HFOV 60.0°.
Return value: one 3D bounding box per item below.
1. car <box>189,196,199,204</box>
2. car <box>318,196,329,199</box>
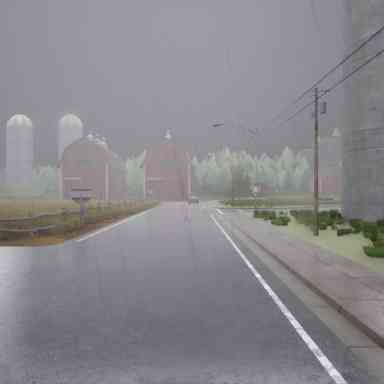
[{"bbox_3d":[0.328,1.525,64.151,1.812,1.442,4.674,0,0,2],"label":"car"},{"bbox_3d":[30.693,1.594,76.887,1.895,1.301,4.718,0,0,-11],"label":"car"}]
